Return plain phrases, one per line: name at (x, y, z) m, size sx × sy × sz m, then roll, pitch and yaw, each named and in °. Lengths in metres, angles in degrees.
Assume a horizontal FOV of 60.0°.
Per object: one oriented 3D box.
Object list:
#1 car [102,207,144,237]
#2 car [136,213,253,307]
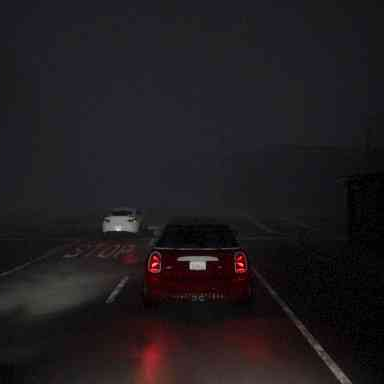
car at (-3.551, 1.532, 17.995) m, size 1.812 × 1.442 × 4.674 m, roll 0°, pitch 0°, yaw -2°
car at (0.103, 1.352, 8.148) m, size 2.097 × 1.767 × 4.553 m, roll 0°, pitch 0°, yaw 0°
